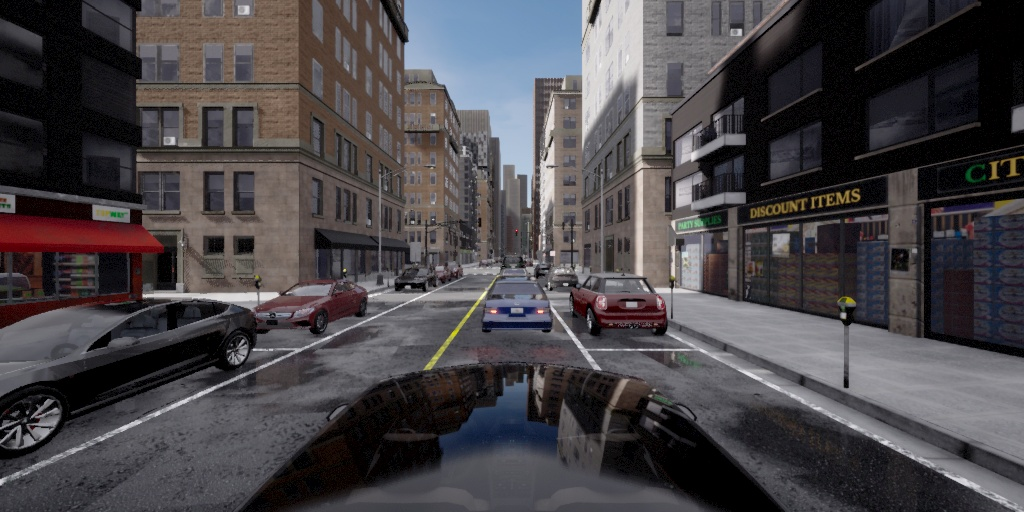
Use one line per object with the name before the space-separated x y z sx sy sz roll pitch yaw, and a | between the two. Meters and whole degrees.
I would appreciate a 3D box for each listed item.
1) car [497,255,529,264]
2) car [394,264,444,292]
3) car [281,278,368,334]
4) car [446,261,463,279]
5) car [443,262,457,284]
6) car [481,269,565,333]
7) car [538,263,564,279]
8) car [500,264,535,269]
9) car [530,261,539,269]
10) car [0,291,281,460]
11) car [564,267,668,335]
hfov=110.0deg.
car | 0.078 0.975 31.273 2.150 2.045 5.566 0 0 -1
car | -5.624 1.317 21.544 1.948 1.339 4.313 0 0 0
car | -5.650 1.332 10.542 1.802 1.307 4.207 0 0 0
car | -5.597 1.193 32.547 1.967 1.591 4.097 0 0 0
car | -5.610 1.334 27.045 1.802 1.307 4.207 0 0 0
car | 0.121 1.297 10.736 2.033 1.411 5.357 0 0 0
car | 2.902 1.301 21.523 2.007 1.370 4.403 0 0 0
car | 0.145 1.352 21.241 1.895 1.301 4.718 0 0 0
car | 2.929 1.319 32.526 1.948 1.339 4.313 0 0 0
car | -5.664 1.316 5.040 1.948 1.339 4.313 0 0 0
car | 2.875 1.190 10.520 1.967 1.591 4.097 0 0 0
